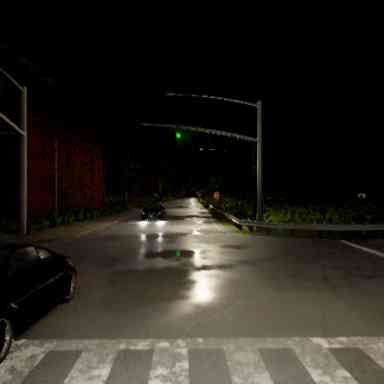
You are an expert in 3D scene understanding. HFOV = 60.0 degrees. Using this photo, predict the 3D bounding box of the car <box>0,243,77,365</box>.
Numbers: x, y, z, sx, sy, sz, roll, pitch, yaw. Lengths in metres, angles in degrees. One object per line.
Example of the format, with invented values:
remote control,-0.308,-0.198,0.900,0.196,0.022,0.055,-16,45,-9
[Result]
car,-3.493,1.603,5.580,1.994,1.385,4.181,0,0,0

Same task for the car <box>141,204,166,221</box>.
car,-3.476,1.808,30.672,1.812,1.442,4.674,0,0,0
